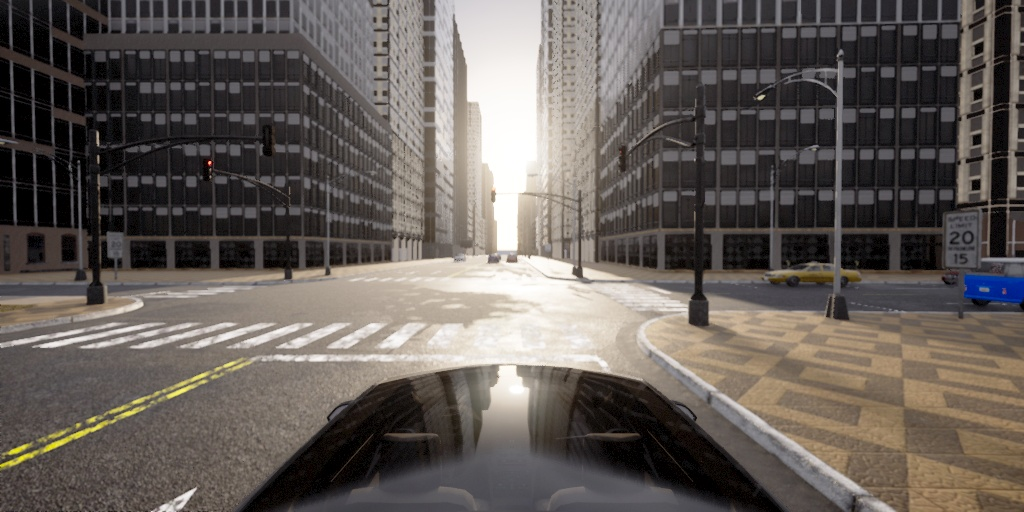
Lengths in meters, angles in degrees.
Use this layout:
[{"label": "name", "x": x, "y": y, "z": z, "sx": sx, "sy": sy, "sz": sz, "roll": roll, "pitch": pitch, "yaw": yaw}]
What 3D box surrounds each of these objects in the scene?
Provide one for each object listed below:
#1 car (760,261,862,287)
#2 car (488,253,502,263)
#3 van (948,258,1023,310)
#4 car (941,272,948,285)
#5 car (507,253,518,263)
[{"label": "car", "x": 17.103, "y": 0.990, "z": 20.656, "sx": 4.829, "sy": 1.417, "sz": 1.751, "roll": 0, "pitch": 0, "yaw": 2}, {"label": "car", "x": -3.201, "y": 0.355, "z": 62.824, "sx": 1.882, "sy": 1.535, "sz": 5.008, "roll": 0, "pitch": 1, "yaw": 0}, {"label": "van", "x": 18.367, "y": 0.947, "z": 12.484, "sx": 3.998, "sy": 1.789, "sz": 1.690, "roll": 0, "pitch": 0, "yaw": 2}, {"label": "car", "x": 26.936, "y": 1.062, "z": 20.164, "sx": 4.207, "sy": 1.307, "sz": 1.802, "roll": 0, "pitch": 0, "yaw": 2}, {"label": "car", "x": 0.050, "y": 0.431, "z": 63.655, "sx": 1.994, "sy": 1.385, "sz": 4.181, "roll": 0, "pitch": 1, "yaw": 0}]
